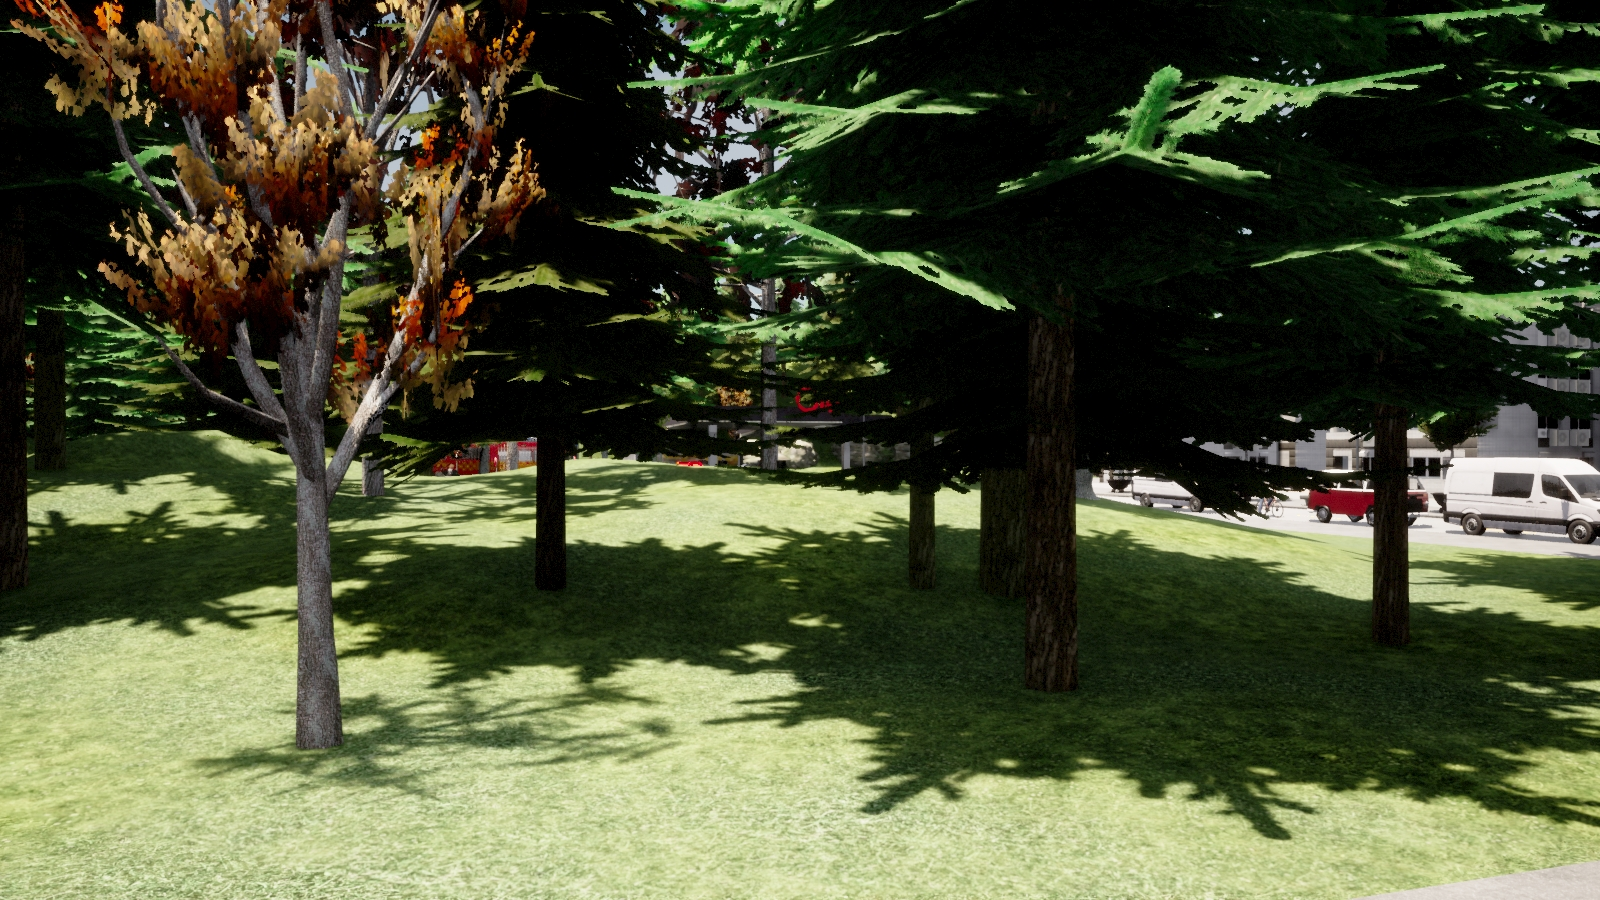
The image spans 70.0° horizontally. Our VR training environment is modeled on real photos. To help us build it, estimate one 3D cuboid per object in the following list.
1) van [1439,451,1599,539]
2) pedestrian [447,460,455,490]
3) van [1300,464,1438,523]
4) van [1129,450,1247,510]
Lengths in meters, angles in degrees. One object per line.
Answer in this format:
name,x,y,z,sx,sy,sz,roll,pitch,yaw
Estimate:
van,23.412,1.314,36.018,1.988,2.561,5.915,0,0,-18
pedestrian,-21.218,1.523,69.466,0.375,1.860,0.375,0,0,-8
van,21.187,1.563,42.784,2.069,2.038,4.480,0,0,-18
van,17.840,1.312,52.903,1.988,2.561,5.915,0,1,-18
